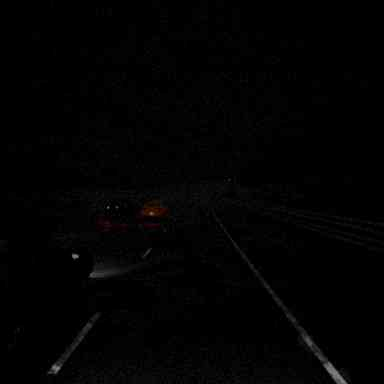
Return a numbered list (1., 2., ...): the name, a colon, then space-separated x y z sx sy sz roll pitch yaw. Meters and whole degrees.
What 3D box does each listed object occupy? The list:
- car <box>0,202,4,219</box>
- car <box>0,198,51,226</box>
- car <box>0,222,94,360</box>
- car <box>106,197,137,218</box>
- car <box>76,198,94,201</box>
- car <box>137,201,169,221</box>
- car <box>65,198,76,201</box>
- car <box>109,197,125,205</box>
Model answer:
1. car: -17.250 1.581 26.565 1.994 1.385 4.181 0 0 1
2. car: -6.822 1.224 11.318 2.150 2.045 5.566 0 0 1
3. car: -3.371 1.547 5.885 2.033 1.411 5.357 0 0 0
4. car: -6.437 1.393 30.959 2.097 1.767 4.553 0 0 2
5. car: -19.321 1.769 61.961 1.994 1.385 4.181 0 0 4
6. car: -3.020 1.513 27.863 1.882 1.535 5.008 0 0 1
7. car: -22.714 1.811 63.780 1.895 1.301 4.718 0 0 3
8. car: -15.432 1.767 68.532 1.837 1.490 4.892 0 -1 3
